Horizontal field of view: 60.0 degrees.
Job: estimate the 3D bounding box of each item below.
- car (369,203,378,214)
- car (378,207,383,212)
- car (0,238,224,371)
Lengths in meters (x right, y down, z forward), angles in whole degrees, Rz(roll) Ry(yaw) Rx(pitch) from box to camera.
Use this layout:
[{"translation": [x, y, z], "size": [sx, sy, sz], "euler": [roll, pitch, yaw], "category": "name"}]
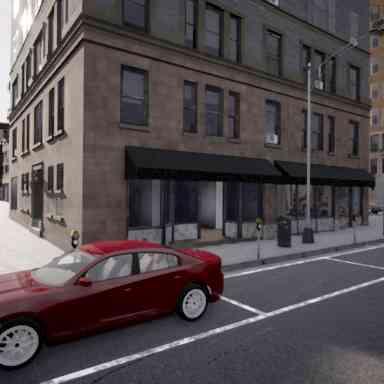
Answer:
[{"translation": [14.143, 1.360, 30.824], "size": [1.812, 1.442, 4.674], "euler": [1, 0, -33], "category": "car"}, {"translation": [16.400, 1.366, 33.254], "size": [1.837, 1.490, 4.892], "euler": [1, 0, -35], "category": "car"}, {"translation": [-1.490, 1.545, 5.690], "size": [4.507, 1.381, 1.887], "euler": [0, 1, -35], "category": "car"}]
